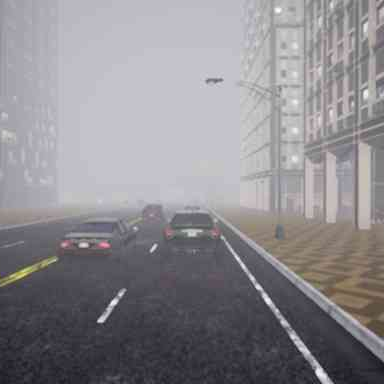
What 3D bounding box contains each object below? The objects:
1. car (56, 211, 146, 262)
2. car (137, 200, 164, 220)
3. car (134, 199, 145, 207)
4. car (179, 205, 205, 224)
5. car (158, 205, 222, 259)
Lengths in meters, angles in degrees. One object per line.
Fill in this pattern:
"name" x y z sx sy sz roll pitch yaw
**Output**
"car" -3.244 1.668 12.504 2.033 1.411 5.357 0 -1 0
"car" -3.228 1.753 29.242 1.882 1.535 5.008 0 0 0
"car" -9.779 2.108 64.520 1.812 1.442 4.674 0 0 1
"car" 0.017 1.834 28.516 1.994 1.385 4.181 0 0 0
"car" 0.017 1.481 13.403 2.097 1.767 4.553 0 -1 0
